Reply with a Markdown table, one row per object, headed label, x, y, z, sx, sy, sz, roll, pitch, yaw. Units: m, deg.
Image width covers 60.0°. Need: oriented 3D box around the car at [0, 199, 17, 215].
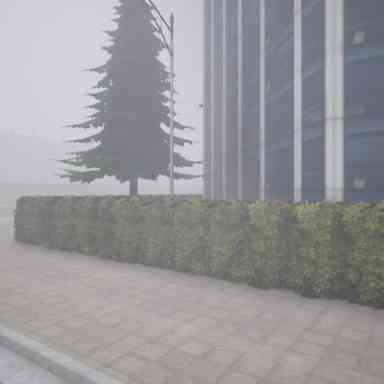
| label | x | y | z | sx | sy | sz | roll | pitch | yaw |
| --- | --- | --- | --- | --- | --- | --- | --- | --- | --- |
| car | -17.315 | 1.414 | 30.328 | 1.882 | 1.535 | 5.008 | 0 | 0 | 35 |
